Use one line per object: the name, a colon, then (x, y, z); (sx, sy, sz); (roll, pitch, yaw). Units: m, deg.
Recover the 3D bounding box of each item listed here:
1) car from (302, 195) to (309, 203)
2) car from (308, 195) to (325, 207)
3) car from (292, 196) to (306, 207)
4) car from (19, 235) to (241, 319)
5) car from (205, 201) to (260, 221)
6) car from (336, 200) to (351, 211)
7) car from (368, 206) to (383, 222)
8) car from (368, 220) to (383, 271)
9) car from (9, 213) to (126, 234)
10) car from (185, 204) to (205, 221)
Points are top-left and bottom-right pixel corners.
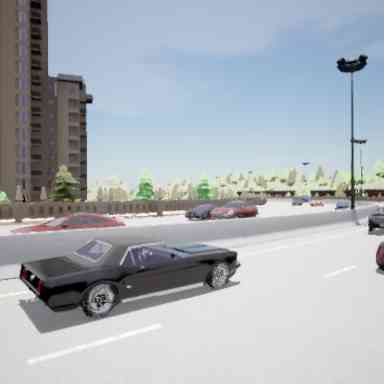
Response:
car: (30.114, 1.814, 86.903); (2.150, 2.045, 5.566); (0, -1, 0)
car: (23.323, 1.847, 61.744); (2.097, 1.767, 4.553); (0, -1, 16)
car: (20.504, 2.037, 64.704); (1.837, 1.490, 4.892); (0, 0, 15)
car: (-1.105, 1.638, 7.486); (4.718, 1.301, 1.895); (0, 0, -38)
car: (3.445, 1.499, 26.260); (2.097, 1.767, 4.553); (0, -1, 41)
car: (21.356, 1.872, 46.755); (2.033, 1.411, 5.357); (0, -1, 26)
car: (11.959, 1.591, 19.749); (2.128, 1.511, 4.902); (0, 0, 42)
car: (7.220, 1.607, 10.013); (4.181, 1.385, 1.994); (0, 0, -42)
car: (-4.917, 1.594, 13.658); (4.674, 1.442, 1.812); (0, 0, -39)
car: (1.318, 1.732, 29.094); (1.994, 1.385, 4.181); (0, -1, 41)
